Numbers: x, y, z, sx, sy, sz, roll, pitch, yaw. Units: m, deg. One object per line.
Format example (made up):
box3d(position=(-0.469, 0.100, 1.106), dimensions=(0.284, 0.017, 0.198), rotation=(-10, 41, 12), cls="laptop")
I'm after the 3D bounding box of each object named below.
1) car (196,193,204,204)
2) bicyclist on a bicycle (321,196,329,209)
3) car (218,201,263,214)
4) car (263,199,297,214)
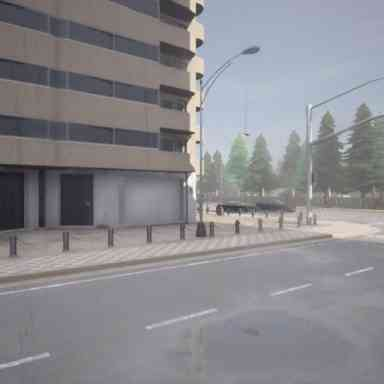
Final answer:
box3d(position=(-0.048, 1.274, 61.101), dimensions=(2.150, 2.045, 5.566), rotation=(0, 0, -35), cls="car")
box3d(position=(17.379, 1.354, 43.494), dimensions=(1.656, 1.620, 0.582), rotation=(0, 0, -36), cls="bicyclist on a bicycle")
box3d(position=(4.993, 1.654, 35.909), dimensions=(1.895, 1.301, 4.718), rotation=(0, 0, -36), cls="car")
box3d(position=(9.043, 1.531, 36.276), dimensions=(1.882, 1.535, 5.008), rotation=(0, 0, -36), cls="car")
